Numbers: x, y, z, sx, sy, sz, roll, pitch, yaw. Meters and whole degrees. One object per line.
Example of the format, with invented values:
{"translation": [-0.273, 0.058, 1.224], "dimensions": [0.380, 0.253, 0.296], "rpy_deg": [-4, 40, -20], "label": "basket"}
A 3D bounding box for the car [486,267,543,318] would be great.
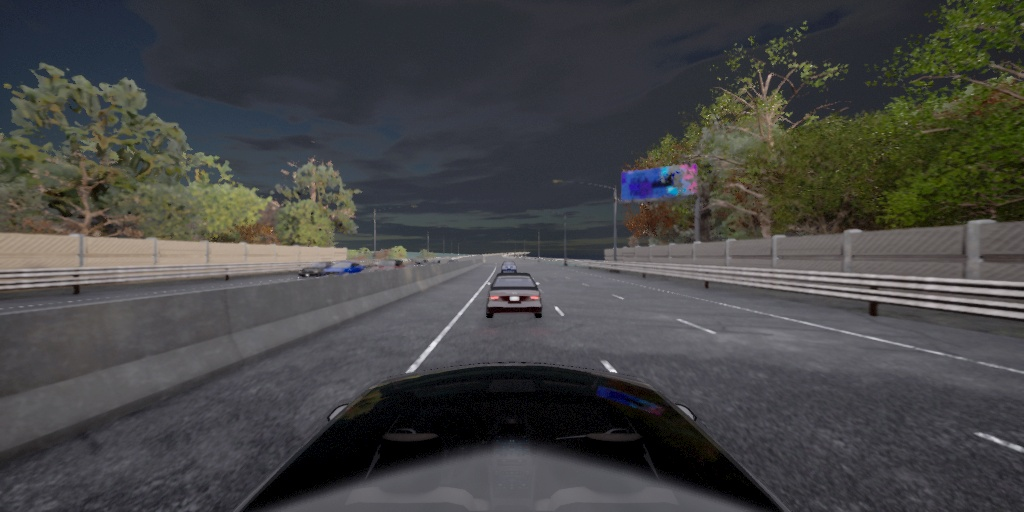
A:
{"translation": [0.055, 1.295, 13.014], "dimensions": [2.033, 1.411, 5.357], "rpy_deg": [0, 0, 0], "label": "car"}

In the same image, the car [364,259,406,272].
{"translation": [-10.871, 1.095, 31.669], "dimensions": [2.097, 1.767, 4.553], "rpy_deg": [0, 0, -1], "label": "car"}

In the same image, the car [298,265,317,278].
{"translation": [-17.910, 1.291, 33.933], "dimensions": [2.033, 1.411, 5.357], "rpy_deg": [0, 0, -1], "label": "car"}

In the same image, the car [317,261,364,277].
{"translation": [-14.358, 1.222, 30.902], "dimensions": [1.882, 1.535, 5.008], "rpy_deg": [0, 0, -1], "label": "car"}

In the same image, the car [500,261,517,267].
{"translation": [-0.378, 1.281, 42.054], "dimensions": [2.033, 1.411, 5.357], "rpy_deg": [0, 0, -1], "label": "car"}
